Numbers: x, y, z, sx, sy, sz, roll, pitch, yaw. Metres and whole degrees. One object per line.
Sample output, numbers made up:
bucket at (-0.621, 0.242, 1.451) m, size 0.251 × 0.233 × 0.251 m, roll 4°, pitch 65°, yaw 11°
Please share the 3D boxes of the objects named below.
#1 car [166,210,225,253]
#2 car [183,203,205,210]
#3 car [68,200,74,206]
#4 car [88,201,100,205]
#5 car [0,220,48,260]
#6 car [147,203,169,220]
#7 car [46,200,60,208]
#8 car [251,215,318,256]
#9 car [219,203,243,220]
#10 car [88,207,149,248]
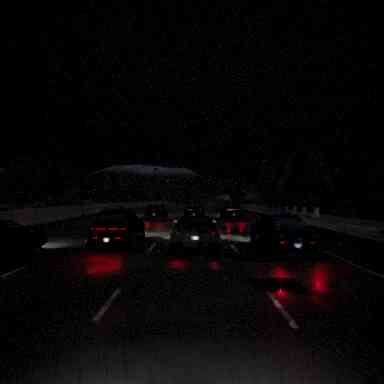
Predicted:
car at (0.131, 1.697, 14.318) m, size 1.994 × 1.385 × 4.181 m, roll 0°, pitch -1°, yaw 0°
car at (0.182, 1.782, 31.504) m, size 2.128 × 1.511 × 4.902 m, roll 0°, pitch -1°, yaw 0°
car at (-24.309, 2.178, 69.190) m, size 2.150 × 2.045 × 5.566 m, roll 0°, pitch -2°, yaw 0°
car at (-20.803, 2.446, 71.422) m, size 1.882 × 1.535 × 5.008 m, roll 0°, pitch -2°, yaw 0°
car at (-6.878, 1.647, 11.287) m, size 2.033 × 1.411 × 5.357 m, roll 0°, pitch -1°, yaw 0°
car at (-3.319, 1.779, 31.519) m, size 2.128 × 1.511 × 4.902 m, roll 0°, pitch -1°, yaw 0°
car at (-27.815, 2.427, 67.003) m, size 2.128 × 1.511 × 4.902 m, roll 0°, pitch -2°, yaw 0°
car at (3.627, 1.655, 13.640) m, size 1.812 × 1.442 × 4.674 m, roll 0°, pitch -1°, yaw 0°
car at (3.682, 1.784, 31.494) m, size 2.128 × 1.511 × 4.902 m, roll 0°, pitch -1°, yaw 0°
car at (-3.364, 1.646, 15.510) m, size 1.837 × 1.490 × 4.892 m, roll 0°, pitch 0°, yaw 0°
